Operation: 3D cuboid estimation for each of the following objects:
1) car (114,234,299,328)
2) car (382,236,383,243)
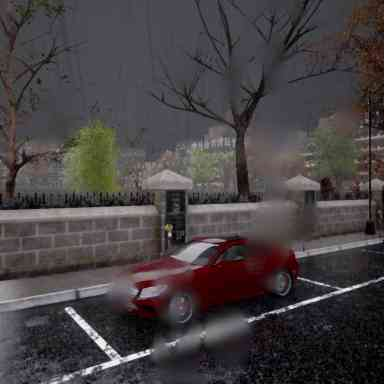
[{"bbox_3d":[0.505,1.581,6.929,4.206,1.307,1.802,0,0,-36],"label":"car"},{"bbox_3d":[9.372,1.525,13.267,4.829,1.417,1.752,0,0,-36],"label":"car"}]
